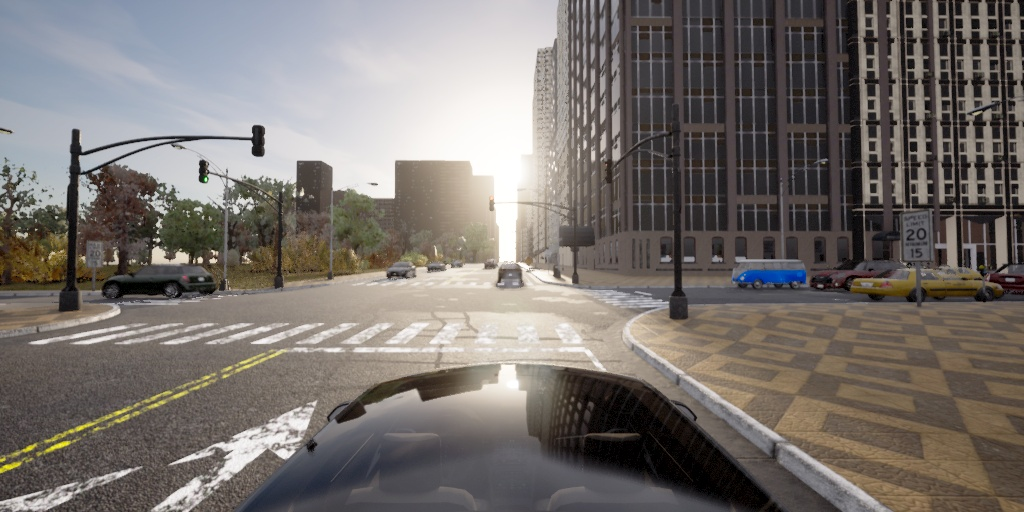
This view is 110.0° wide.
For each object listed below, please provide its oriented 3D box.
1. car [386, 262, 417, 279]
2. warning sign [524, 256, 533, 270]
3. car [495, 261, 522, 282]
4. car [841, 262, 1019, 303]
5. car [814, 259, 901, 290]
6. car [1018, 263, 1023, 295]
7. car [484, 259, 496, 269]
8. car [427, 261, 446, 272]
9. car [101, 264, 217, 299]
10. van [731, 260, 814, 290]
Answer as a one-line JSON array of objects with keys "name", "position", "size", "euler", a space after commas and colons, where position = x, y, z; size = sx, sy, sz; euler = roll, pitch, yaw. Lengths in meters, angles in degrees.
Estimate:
[{"name": "car", "position": [-10.147, 1.309, 33.162], "size": [1.837, 1.490, 4.892], "euler": [0, 1, -2]}, {"name": "warning sign", "position": [2.397, 0.988, 50.903], "size": [1.300, 1.860, 1.060], "euler": [0, 0, -1]}, {"name": "car", "position": [-0.153, 1.275, 29.572], "size": [1.882, 1.535, 5.008], "euler": [0, 0, -1]}, {"name": "car", "position": [16.216, 1.072, 14.072], "size": [4.829, 1.417, 1.751], "euler": [0, 0, -1]}, {"name": "car", "position": [19.027, 1.038, 19.573], "size": [4.553, 1.767, 2.097], "euler": [0, -2, -1]}, {"name": "car", "position": [21.629, 0.958, 14.189], "size": [4.097, 1.591, 1.967], "euler": [0, 0, -1]}, {"name": "car", "position": [-3.814, 1.443, 62.736], "size": [1.837, 1.490, 4.892], "euler": [0, 0, -1]}, {"name": "car", "position": [-10.275, 1.429, 48.862], "size": [1.994, 1.385, 4.181], "euler": [0, 0, 0]}, {"name": "car", "position": [-18.014, 1.231, 18.408], "size": [4.553, 1.767, 2.097], "euler": [0, -2, 2]}, {"name": "van", "position": [15.760, 1.118, 22.087], "size": [3.998, 1.789, 1.690], "euler": [0, 0, -1]}]
